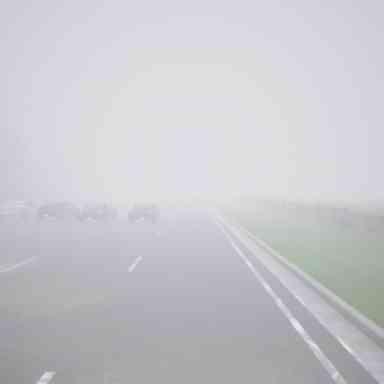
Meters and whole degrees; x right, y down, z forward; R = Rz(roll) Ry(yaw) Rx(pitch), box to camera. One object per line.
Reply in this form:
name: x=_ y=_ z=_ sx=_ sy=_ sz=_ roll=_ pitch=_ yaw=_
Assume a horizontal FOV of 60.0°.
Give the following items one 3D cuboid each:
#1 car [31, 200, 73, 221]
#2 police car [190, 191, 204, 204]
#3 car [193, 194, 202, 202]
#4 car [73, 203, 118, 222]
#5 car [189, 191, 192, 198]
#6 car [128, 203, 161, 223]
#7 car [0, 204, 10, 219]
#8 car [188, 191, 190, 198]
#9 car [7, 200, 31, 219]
car: x=-10.405 y=1.397 z=26.214 sx=1.837 sy=1.490 sz=4.892 roll=0 pitch=0 yaw=0
police car: x=1.040 y=1.183 z=59.435 sx=1.930 sy=1.638 sz=5.238 roll=0 pitch=0 yaw=0
car: x=1.038 y=1.223 z=69.325 sx=1.837 sy=1.490 sz=4.892 roll=0 pitch=0 yaw=0
car: x=-6.905 y=1.499 z=24.733 sx=1.895 sy=1.301 sz=4.718 roll=0 pitch=0 yaw=0
car: x=1.037 y=1.044 z=75.295 sx=2.097 sy=1.767 sz=4.553 roll=0 pitch=0 yaw=0
car: x=-3.405 y=1.499 z=24.734 sx=1.895 sy=1.301 sz=4.718 roll=0 pitch=0 yaw=0
car: x=-3.401 y=1.215 z=1.398 sx=2.150 sy=2.045 sz=5.566 roll=0 pitch=0 yaw=0
car: x=-0.015 y=0.954 z=92.279 sx=1.882 sy=1.535 sz=5.008 roll=0 pitch=0 yaw=0
car: x=-13.904 y=1.414 z=27.259 sx=1.812 sy=1.442 sz=4.674 roll=0 pitch=0 yaw=0
